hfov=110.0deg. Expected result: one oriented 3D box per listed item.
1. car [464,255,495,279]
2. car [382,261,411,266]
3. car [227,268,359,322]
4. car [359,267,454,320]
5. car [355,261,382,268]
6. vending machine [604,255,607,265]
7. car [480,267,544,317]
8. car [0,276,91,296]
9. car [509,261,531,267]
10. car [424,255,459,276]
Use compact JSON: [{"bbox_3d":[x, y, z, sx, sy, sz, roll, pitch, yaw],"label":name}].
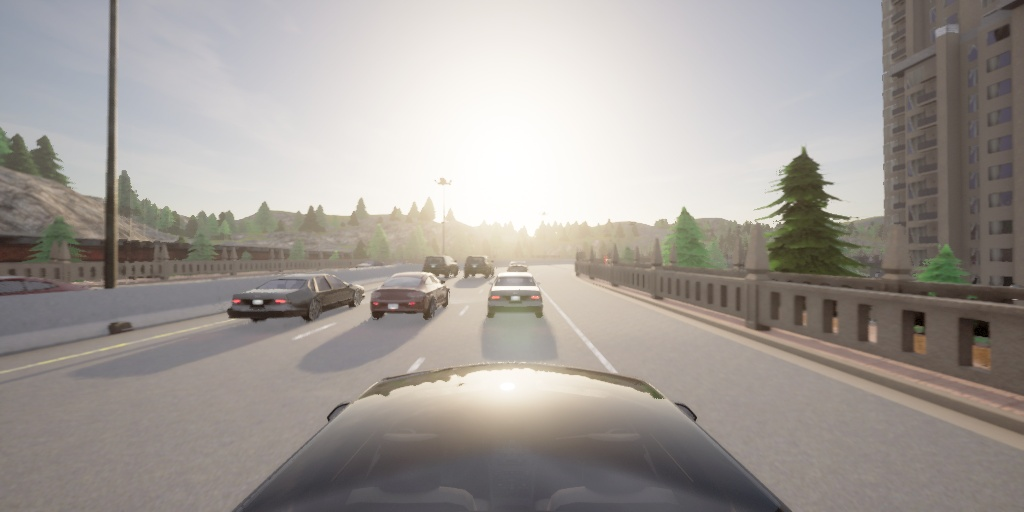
[{"bbox_3d":[-2.943,0.963,33.127,2.150,2.045,5.566,0,0,5],"label":"car"},{"bbox_3d":[-14.882,1.325,47.759,1.994,1.385,4.181,0,0,13],"label":"car"},{"bbox_3d":[-6.900,1.298,12.244,2.033,1.411,5.357,0,0,0],"label":"car"},{"bbox_3d":[-3.414,1.276,12.591,1.812,1.442,4.674,0,0,0],"label":"car"},{"bbox_3d":[-18.556,1.317,47.596,2.033,1.411,5.357,0,0,12],"label":"car"},{"bbox_3d":[15.788,0.835,59.161,1.100,2.100,0.880,0,0,26],"label":"vending machine"},{"bbox_3d":[0.101,1.297,13.137,2.033,1.411,5.357,0,0,0],"label":"car"},{"bbox_3d":[-14.095,1.276,9.430,1.812,1.442,4.674,0,0,0],"label":"car"},{"bbox_3d":[0.669,1.228,33.762,2.128,1.511,4.902,0,0,6],"label":"car"},{"bbox_3d":[-6.456,0.967,33.110,2.150,2.045,5.566,0,0,5],"label":"car"}]
